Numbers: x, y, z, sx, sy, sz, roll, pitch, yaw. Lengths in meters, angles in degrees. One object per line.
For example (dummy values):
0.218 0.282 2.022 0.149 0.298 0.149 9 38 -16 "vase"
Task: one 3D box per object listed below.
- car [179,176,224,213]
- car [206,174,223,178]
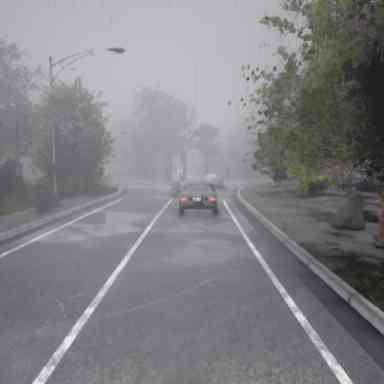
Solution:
0.340 0.147 16.722 2.033 1.411 5.357 0 5 2 "car"
2.114 -1.114 33.464 1.812 1.442 4.674 0 4 10 "car"
